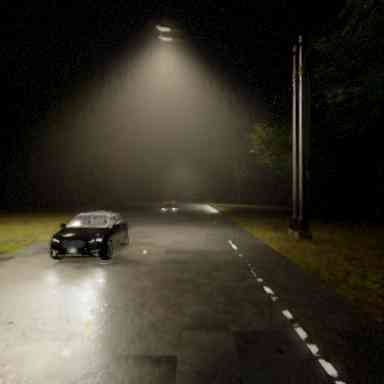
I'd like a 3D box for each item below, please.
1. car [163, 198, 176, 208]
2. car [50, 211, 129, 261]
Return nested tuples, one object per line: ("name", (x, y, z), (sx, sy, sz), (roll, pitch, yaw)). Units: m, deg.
("car", (-3.586, 1.763, 53.539), (1.882, 1.535, 5.008), (0, -1, 0))
("car", (-3.602, 1.502, 12.469), (2.128, 1.511, 4.902), (0, 0, 0))
